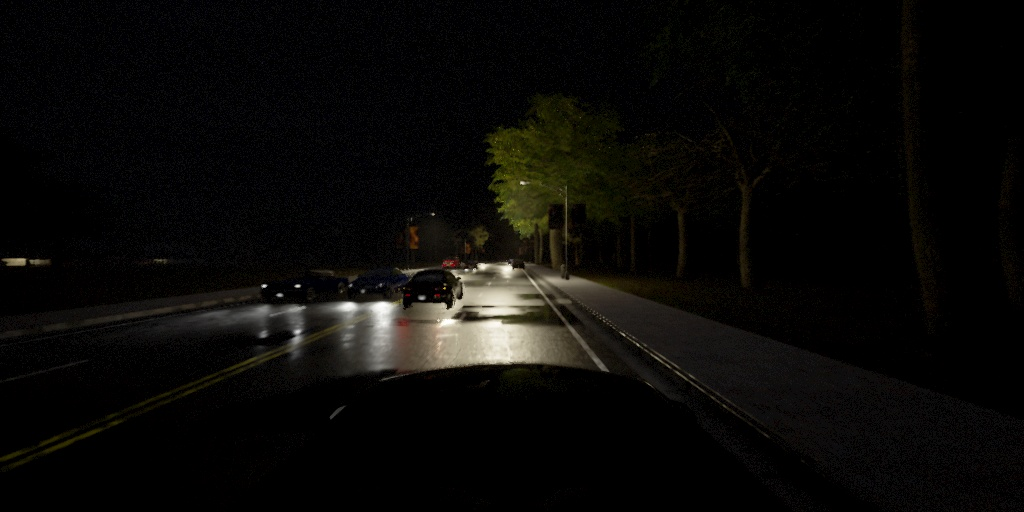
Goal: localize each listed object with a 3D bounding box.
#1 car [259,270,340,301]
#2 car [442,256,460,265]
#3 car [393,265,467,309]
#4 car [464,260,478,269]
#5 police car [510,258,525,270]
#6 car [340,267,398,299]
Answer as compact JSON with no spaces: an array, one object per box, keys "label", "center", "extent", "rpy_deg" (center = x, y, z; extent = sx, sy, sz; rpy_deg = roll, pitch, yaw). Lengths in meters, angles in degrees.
[{"label":"car","center":[-9.848,1.364,17.425],"extent":[1.895,1.301,4.718],"rpy_deg":[0,0,0]},{"label":"car","center":[-9.793,1.073,58.007],"extent":[2.150,2.045,5.566],"rpy_deg":[0,0,1]},{"label":"car","center":[-3.162,1.286,14.880],"extent":[1.812,1.442,4.674],"rpy_deg":[0,0,0]},{"label":"car","center":[-6.539,1.398,58.074],"extent":[2.033,1.411,5.357],"rpy_deg":[0,0,1]},{"label":"police car","center":[0.980,1.261,54.058],"extent":[1.930,1.638,5.238],"rpy_deg":[0,0,0]},{"label":"car","center":[-6.597,1.290,18.199],"extent":[1.812,1.442,4.674],"rpy_deg":[0,0,0]}]
